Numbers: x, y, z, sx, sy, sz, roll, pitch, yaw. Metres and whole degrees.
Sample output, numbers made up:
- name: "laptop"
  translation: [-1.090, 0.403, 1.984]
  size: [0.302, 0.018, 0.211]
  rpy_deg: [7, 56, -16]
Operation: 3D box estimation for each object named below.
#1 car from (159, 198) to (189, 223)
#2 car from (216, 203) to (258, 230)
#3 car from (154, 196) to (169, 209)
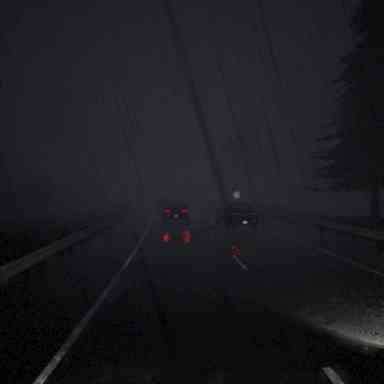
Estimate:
- name: "car"
  translation: [-1.303, 1.416, 24.572]
  size: [1.812, 1.442, 4.674]
  rpy_deg: [0, 0, -6]
- name: "car"
  translation: [2.626, 1.397, 20.196]
  size: [2.128, 1.511, 4.902]
  rpy_deg: [0, 0, -5]
- name: "car"
  translation: [-3.609, 1.323, 41.278]
  size: [1.837, 1.490, 4.892]
  rpy_deg: [0, 1, -9]
